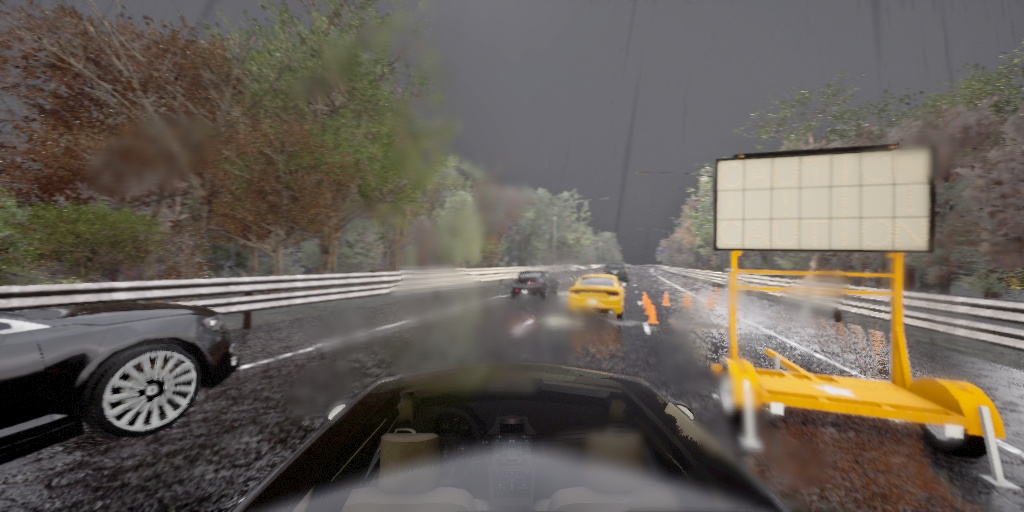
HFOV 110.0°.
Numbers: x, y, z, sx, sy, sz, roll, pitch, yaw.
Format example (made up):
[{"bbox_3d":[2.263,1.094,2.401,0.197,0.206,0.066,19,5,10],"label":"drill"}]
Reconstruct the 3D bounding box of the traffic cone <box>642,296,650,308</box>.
[{"bbox_3d":[5.339,1.983,13.987,0.340,0.580,0.340,0,0,18],"label":"traffic cone"}]

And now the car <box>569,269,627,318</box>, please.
[{"bbox_3d":[3.520,1.471,14.488,1.882,1.535,5.008,1,-1,18],"label":"car"}]

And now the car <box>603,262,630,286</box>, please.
[{"bbox_3d":[9.583,1.581,33.002,2.150,2.045,5.566,1,-1,18],"label":"car"}]

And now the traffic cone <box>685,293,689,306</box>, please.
[{"bbox_3d":[8.458,2.093,17.189,0.340,0.580,0.340,0,0,18],"label":"traffic cone"}]

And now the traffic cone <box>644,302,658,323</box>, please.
[{"bbox_3d":[4.732,1.946,12.081,0.340,0.580,0.340,0,0,18],"label":"traffic cone"}]

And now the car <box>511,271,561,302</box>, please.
[{"bbox_3d":[1.384,1.513,19.243,1.837,1.490,4.892,1,-1,18],"label":"car"}]

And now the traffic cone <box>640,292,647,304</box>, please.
[{"bbox_3d":[5.947,2.021,15.892,0.340,0.580,0.340,0,0,18],"label":"traffic cone"}]

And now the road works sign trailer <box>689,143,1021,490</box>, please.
[{"bbox_3d":[4.030,0.347,4.953,2.380,3.560,2.880,0,0,18],"label":"road works sign trailer"}]

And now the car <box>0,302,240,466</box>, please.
[{"bbox_3d":[-4.193,0.888,1.715,2.128,1.511,4.902,-4,4,17],"label":"car"}]

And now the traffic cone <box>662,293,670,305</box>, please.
[{"bbox_3d":[7.506,2.076,17.493,0.340,0.580,0.340,0,0,18],"label":"traffic cone"}]
